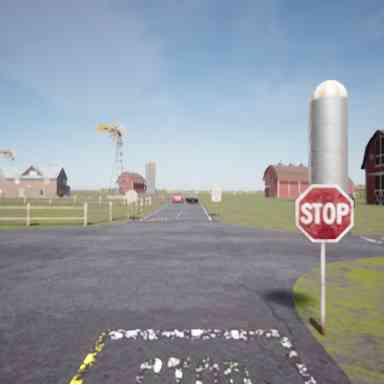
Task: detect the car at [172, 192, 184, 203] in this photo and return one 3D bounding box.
[{"bbox_3d":[-2.759,1.088,65.853,2.150,2.045,5.566,0,0,-2],"label":"car"}]

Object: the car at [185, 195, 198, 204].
[{"bbox_3d":[0.163,1.356,61.776,1.882,1.535,5.008,0,0,-2],"label":"car"}]

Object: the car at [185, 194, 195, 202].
[{"bbox_3d":[-0.465,1.306,71.888,1.882,1.535,5.008,0,0,-6],"label":"car"}]
